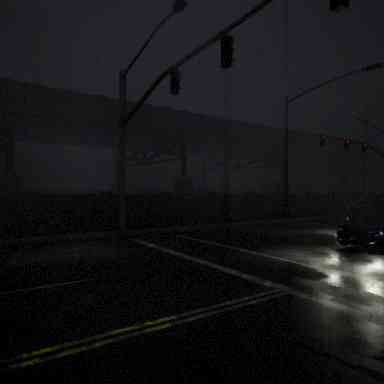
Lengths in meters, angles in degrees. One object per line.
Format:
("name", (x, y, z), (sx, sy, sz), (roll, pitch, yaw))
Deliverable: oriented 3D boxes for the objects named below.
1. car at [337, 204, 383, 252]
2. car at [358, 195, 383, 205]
("car", (8.118, 1.478, 14.089), (5.008, 1.535, 1.882), (0, 0, -36))
("car", (12.255, 1.216, 21.367), (5.566, 2.045, 2.150), (0, 0, -36))
